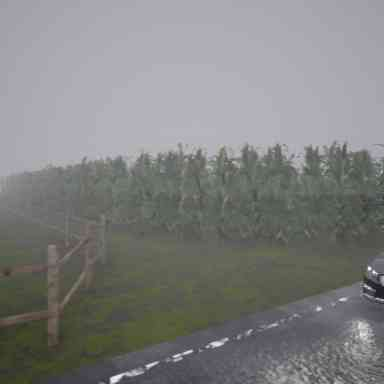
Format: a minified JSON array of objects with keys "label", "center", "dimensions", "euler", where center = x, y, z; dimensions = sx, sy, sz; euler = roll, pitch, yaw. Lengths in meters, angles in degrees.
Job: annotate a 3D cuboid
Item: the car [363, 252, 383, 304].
[{"label":"car","center":[5.502,1.469,6.984],"dimensions":[4.902,1.511,2.128],"euler":[0,0,-35]}]
